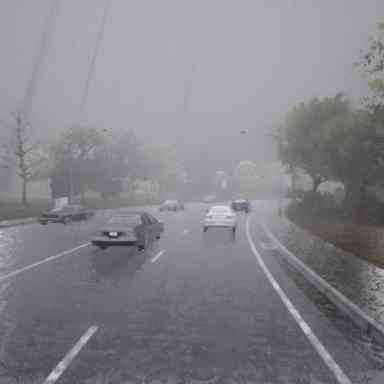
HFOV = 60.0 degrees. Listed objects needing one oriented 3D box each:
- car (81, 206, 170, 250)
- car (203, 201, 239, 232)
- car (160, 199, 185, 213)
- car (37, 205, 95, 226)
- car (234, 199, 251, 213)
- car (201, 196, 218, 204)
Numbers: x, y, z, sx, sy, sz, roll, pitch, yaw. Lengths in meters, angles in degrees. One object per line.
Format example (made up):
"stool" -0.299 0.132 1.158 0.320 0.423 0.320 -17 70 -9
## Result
"car" -2.534 1.547 14.330 2.033 1.411 5.357 0 0 6
"car" 1.808 1.545 20.461 1.812 1.442 4.674 0 0 8
"car" -2.146 1.533 36.788 1.812 1.442 4.674 0 0 15
"car" -8.606 1.579 23.085 1.895 1.301 4.718 0 0 9
"car" 5.694 1.522 38.159 1.882 1.535 5.008 0 0 16
"car" 3.344 1.519 62.566 1.837 1.490 4.892 0 0 25
